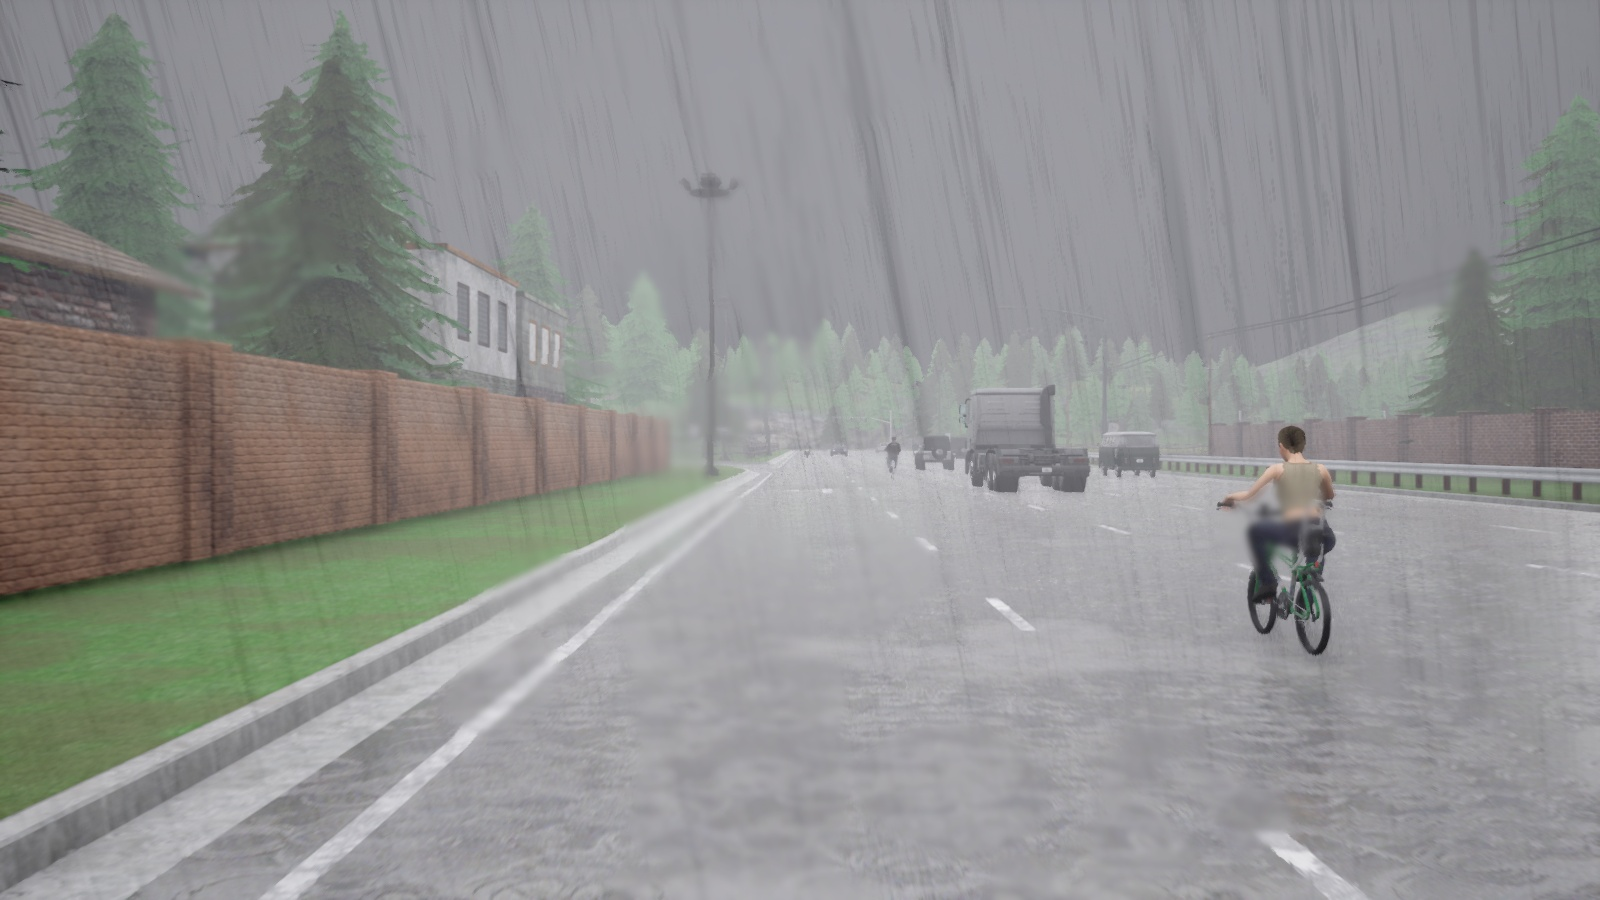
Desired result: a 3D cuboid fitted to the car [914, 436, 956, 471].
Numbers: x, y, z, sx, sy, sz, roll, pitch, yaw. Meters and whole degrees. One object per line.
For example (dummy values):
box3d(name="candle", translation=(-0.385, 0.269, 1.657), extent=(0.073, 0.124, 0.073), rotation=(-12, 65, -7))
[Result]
box3d(name="car", translation=(7.408, 0.158, 69.302), extent=(1.905, 1.878, 3.866), rotation=(0, 0, 0))

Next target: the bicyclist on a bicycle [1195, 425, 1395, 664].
box3d(name="bicyclist on a bicycle", translation=(3.573, 0.634, 9.219), extent=(0.866, 1.612, 1.509), rotation=(0, 0, 0))

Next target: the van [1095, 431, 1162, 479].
box3d(name="van", translation=(14.327, 0.201, 54.935), extent=(1.775, 1.987, 4.442), rotation=(0, 0, 0))

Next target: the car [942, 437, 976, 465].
box3d(name="car", translation=(11.009, 0.061, 87.108), extent=(1.905, 1.878, 3.866), rotation=(0, 1, 0))

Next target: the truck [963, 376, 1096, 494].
box3d(name="truck", translation=(7.247, -0.459, 40.743), extent=(2.891, 3.462, 7.936), rotation=(0, 0, 0))
